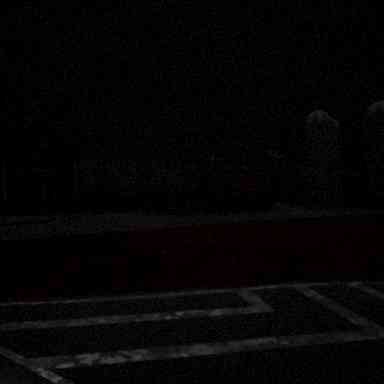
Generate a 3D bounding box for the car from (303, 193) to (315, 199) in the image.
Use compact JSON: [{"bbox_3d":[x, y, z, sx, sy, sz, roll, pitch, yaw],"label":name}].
[{"bbox_3d":[30.529,1.849,86.547,2.242,1.667,4.611,-1,0,35],"label":"car"}]
